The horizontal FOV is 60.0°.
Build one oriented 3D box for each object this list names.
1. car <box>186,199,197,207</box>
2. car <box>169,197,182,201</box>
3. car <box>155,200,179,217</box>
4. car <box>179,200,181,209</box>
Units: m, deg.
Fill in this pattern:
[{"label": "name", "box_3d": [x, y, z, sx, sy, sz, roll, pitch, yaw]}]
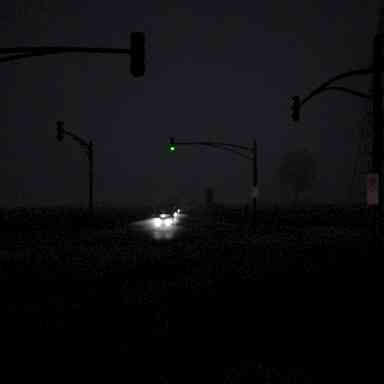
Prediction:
[{"label": "car", "box_3d": [-0.064, 2.108, 66.801, 2.097, 1.767, 4.553, 0, -1, 0]}, {"label": "car", "box_3d": [-2.962, 1.859, 56.378, 2.150, 2.045, 5.566, 0, -1, 0]}, {"label": "car", "box_3d": [-2.897, 1.899, 36.209, 2.128, 1.511, 4.902, 0, -1, 0]}, {"label": "car", "box_3d": [-2.932, 2.120, 46.023, 1.895, 1.301, 4.718, 0, -1, 0]}]
